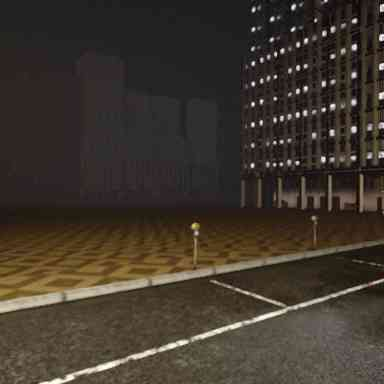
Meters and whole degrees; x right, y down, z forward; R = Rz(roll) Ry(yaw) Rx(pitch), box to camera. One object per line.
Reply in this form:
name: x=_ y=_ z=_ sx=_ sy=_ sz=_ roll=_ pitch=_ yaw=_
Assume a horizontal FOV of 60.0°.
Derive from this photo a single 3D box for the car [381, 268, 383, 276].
car: x=6.563 y=1.642 z=8.045 sx=4.718 sy=1.301 sz=1.895 roll=0 pitch=0 yaw=-35
